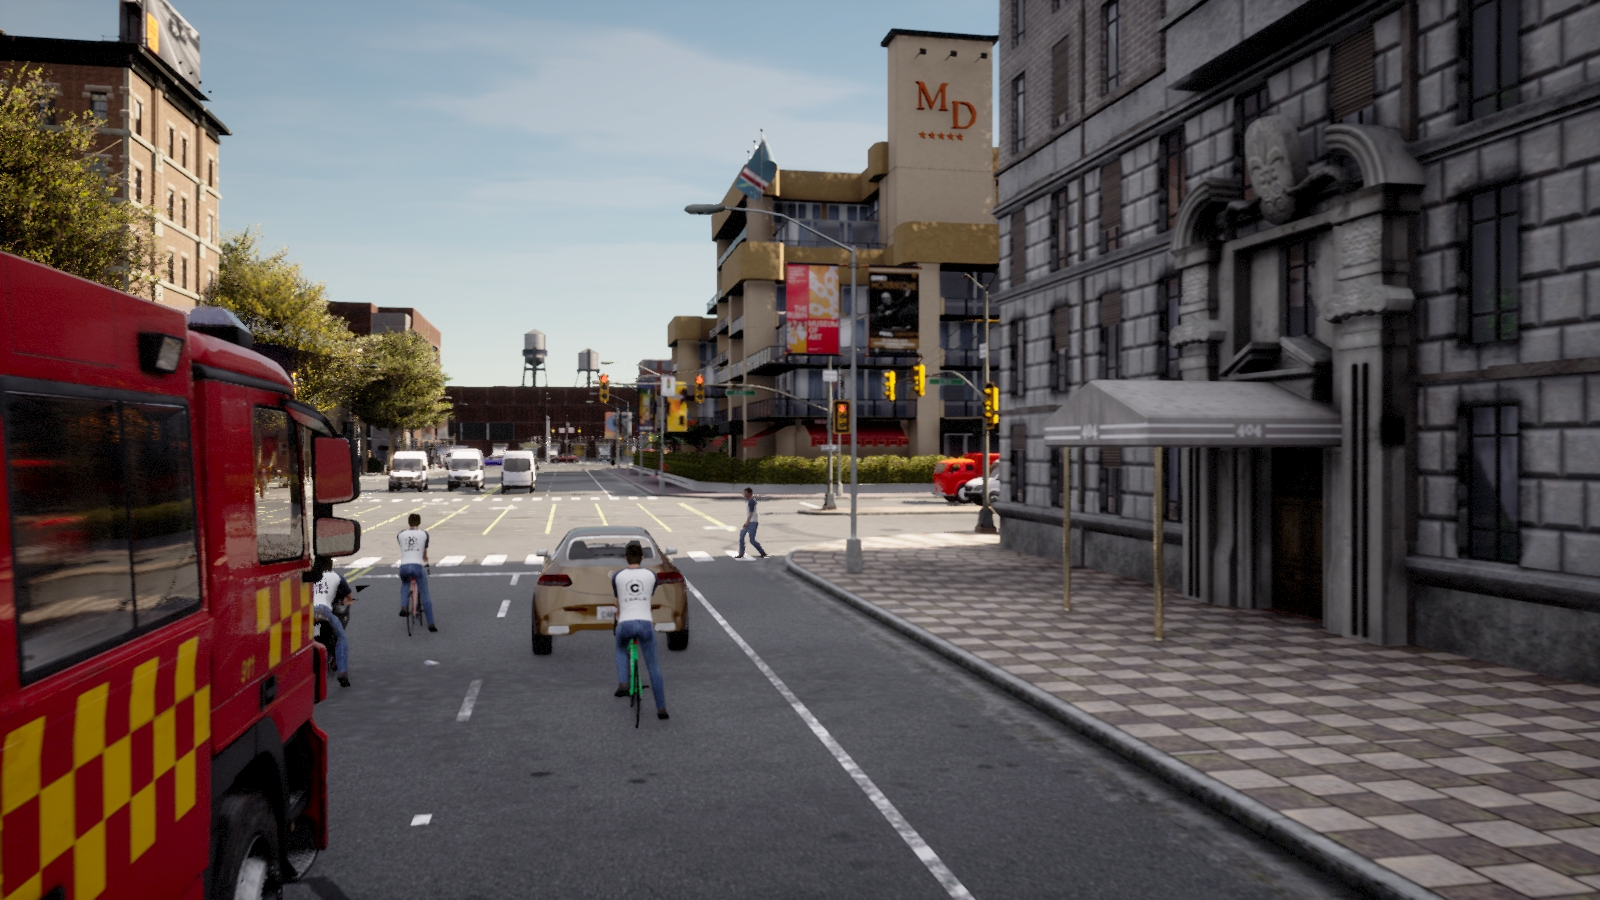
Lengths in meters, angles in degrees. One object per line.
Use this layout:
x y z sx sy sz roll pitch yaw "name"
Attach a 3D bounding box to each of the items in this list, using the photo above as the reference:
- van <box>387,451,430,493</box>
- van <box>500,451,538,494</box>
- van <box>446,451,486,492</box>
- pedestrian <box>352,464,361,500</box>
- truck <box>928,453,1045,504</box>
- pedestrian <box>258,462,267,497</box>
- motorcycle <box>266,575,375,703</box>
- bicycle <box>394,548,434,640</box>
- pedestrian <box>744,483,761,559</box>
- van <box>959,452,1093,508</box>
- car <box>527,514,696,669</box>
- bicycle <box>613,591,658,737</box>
-24.913 1.339 72.868 1.988 2.561 5.915 0 0 -13 "van"
-17.585 1.339 71.699 1.988 2.561 5.915 0 0 -11 "van"
-21.668 1.334 74.339 1.988 2.561 5.915 0 0 -12 "van"
-23.304 1.687 60.102 0.375 1.860 0.375 0 0 -10 "pedestrian"
9.317 1.404 57.297 5.204 2.467 2.627 0 0 -12 "truck"
-28.166 1.537 59.888 0.375 1.860 0.375 0 0 -34 "pedestrian"
-5.613 2.174 13.501 0.803 1.145 2.033 0 0 -11 "motorcycle"
-5.858 2.156 17.394 0.373 1.196 1.643 0 0 -11 "bicycle"
-1.189 1.766 28.516 0.375 1.860 0.375 0 0 -14 "pedestrian"
10.673 1.379 53.992 5.915 2.561 1.988 0 0 -11 "van"
-2.874 1.942 17.161 2.152 1.651 5.027 0 0 -11 "car"
-1.727 2.170 11.869 0.373 1.196 1.643 0 0 -11 "bicycle"
